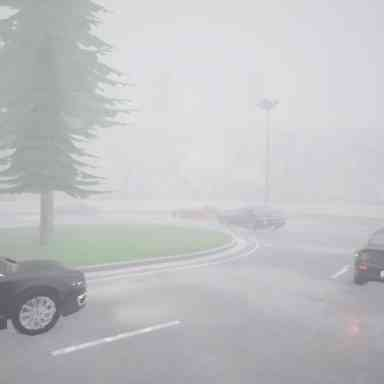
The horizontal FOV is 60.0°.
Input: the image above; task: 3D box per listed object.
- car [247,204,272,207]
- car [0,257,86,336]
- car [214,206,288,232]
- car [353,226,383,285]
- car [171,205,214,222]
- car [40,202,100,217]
[{"bbox_3d":[5.720,1.790,29.574,5.357,1.411,2.033,0,-1,37],"label":"car"},{"bbox_3d":[-4.136,1.499,5.067,4.892,1.490,1.837,0,0,-36],"label":"car"},{"bbox_3d":[3.679,1.773,21.533,1.895,1.301,4.718,1,0,-28],"label":"car"},{"bbox_3d":[5.731,1.634,8.889,1.812,1.442,4.674,1,0,41],"label":"car"},{"bbox_3d":[0.606,1.791,28.621,4.718,1.301,1.895,0,0,26],"label":"car"},{"bbox_3d":[-11.540,1.646,31.732,5.357,1.411,2.033,1,0,-23],"label":"car"}]
